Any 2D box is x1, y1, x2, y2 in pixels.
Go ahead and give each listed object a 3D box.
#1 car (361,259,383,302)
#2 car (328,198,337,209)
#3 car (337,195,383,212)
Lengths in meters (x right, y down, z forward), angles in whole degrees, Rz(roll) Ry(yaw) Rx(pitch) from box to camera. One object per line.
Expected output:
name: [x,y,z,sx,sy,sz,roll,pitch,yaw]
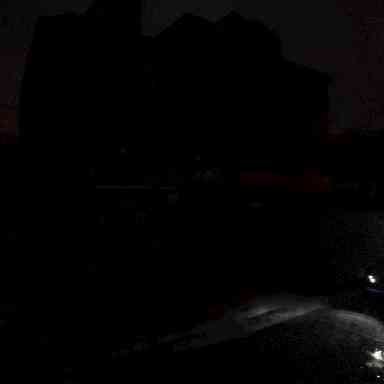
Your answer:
car: [5.890,1.563,7.257,5.357,1.411,2.033,0,0,-35]
car: [16.865,1.452,42.938,1.887,1.381,4.507,1,0,-36]
car: [20.025,1.260,38.515,2.192,1.841,5.009,1,0,-36]
